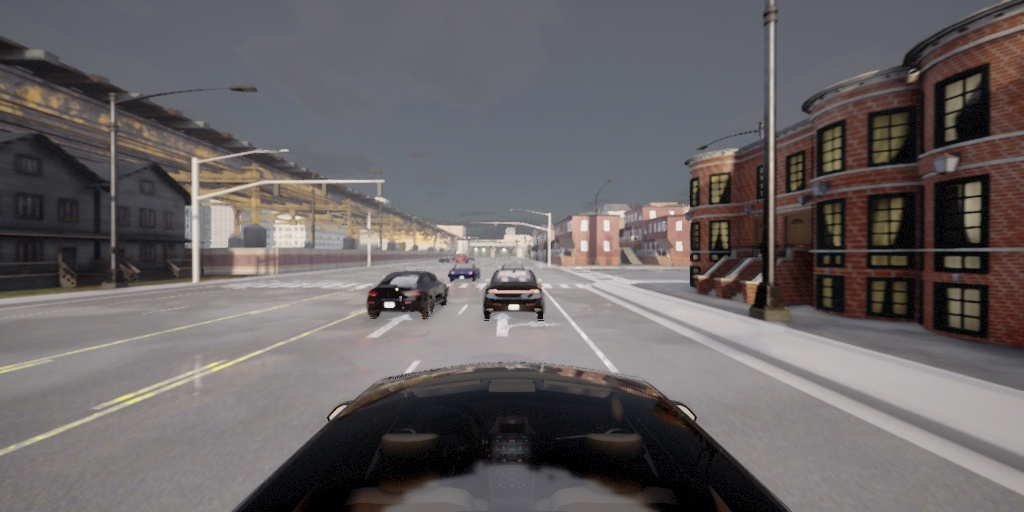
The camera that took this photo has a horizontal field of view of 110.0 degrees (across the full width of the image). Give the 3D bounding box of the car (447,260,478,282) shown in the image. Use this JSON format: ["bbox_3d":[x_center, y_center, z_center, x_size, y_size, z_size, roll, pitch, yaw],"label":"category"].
[{"bbox_3d":[-3.437,1.183,26.886,1.895,1.301,4.718,0,0,0],"label":"car"}]

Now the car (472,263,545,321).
[{"bbox_3d":[0.063,1.171,12.202,2.128,1.511,4.902,0,0,0],"label":"car"}]

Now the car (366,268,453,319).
[{"bbox_3d":[-3.435,1.205,12.397,1.812,1.442,4.674,0,0,0],"label":"car"}]
